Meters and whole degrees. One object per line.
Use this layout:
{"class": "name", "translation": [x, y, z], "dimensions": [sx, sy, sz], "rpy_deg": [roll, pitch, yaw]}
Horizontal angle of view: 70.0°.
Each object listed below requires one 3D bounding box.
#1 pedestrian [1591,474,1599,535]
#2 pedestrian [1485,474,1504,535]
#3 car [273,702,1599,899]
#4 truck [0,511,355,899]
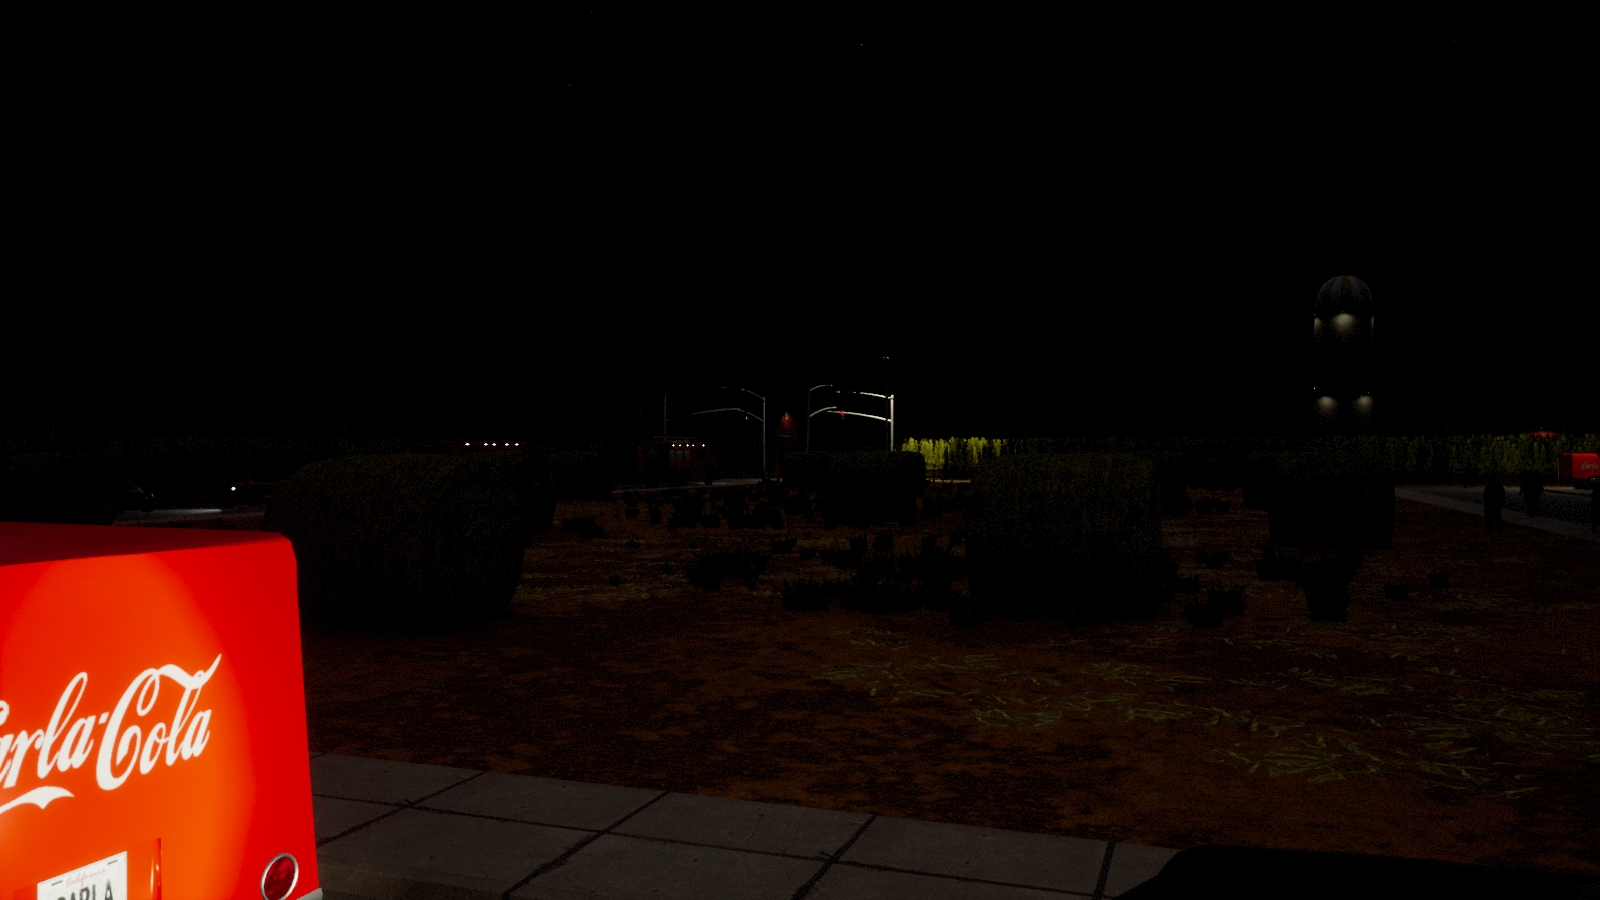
{"class": "pedestrian", "translation": [24.535, 1.665, 35.009], "dimensions": [0.375, 1.860, 0.375], "rpy_deg": [0, 0, 8]}
{"class": "pedestrian", "translation": [21.395, 1.666, 35.200], "dimensions": [0.375, 1.860, 0.375], "rpy_deg": [0, 0, 6]}
{"class": "car", "translation": [1.269, 1.906, 2.870], "dimensions": [4.553, 1.767, 2.097], "rpy_deg": [0, 0, 20]}
{"class": "truck", "translation": [-5.031, 1.569, 5.131], "dimensions": [5.204, 2.467, 2.627], "rpy_deg": [0, 0, 20]}
